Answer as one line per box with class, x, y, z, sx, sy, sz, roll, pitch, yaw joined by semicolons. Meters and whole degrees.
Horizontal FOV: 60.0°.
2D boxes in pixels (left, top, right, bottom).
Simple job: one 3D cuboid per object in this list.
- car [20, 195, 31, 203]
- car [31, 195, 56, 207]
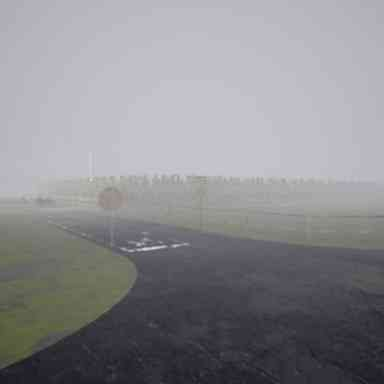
car;-27.151;1.140;55.208;1.895;1.301;4.718;0;1;-36
car;-19.599;1.128;44.395;2.128;1.511;4.902;0;1;-35
